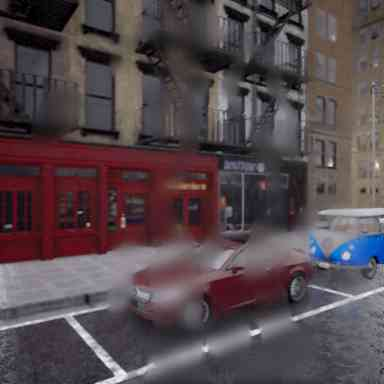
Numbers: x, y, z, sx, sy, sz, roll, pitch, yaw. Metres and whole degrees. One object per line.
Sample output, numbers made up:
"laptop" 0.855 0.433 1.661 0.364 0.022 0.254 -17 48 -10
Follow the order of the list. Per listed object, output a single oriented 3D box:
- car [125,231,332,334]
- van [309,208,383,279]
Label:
"car" 0.745 1.599 6.723 4.206 1.307 1.802 0 0 -35
"van" 5.151 1.380 9.858 3.998 1.788 1.690 0 0 -35
